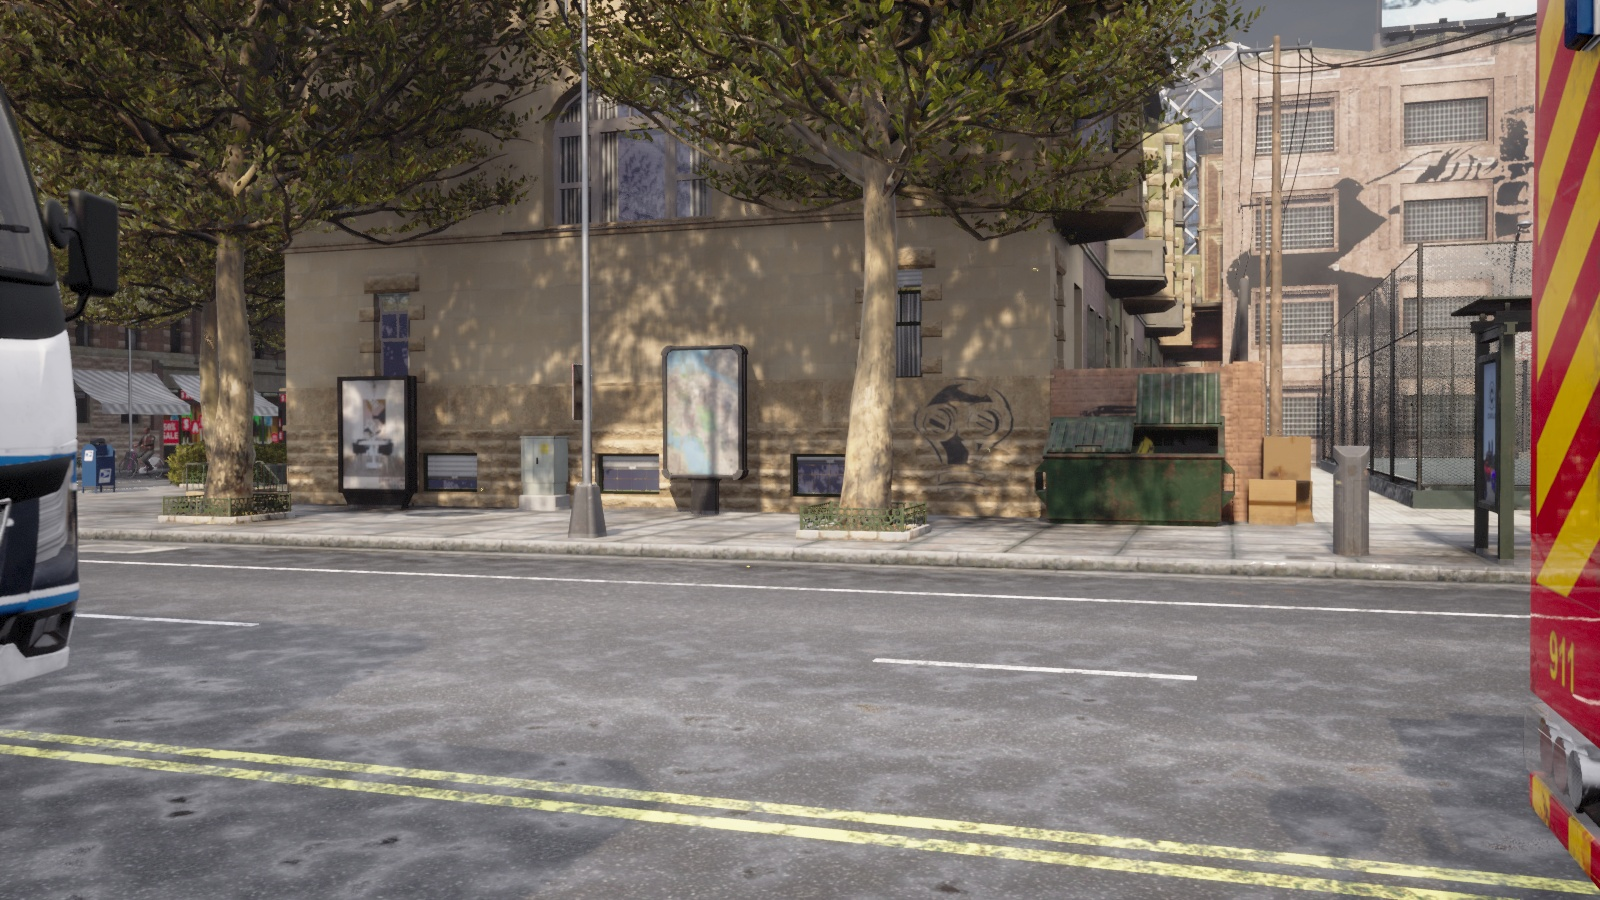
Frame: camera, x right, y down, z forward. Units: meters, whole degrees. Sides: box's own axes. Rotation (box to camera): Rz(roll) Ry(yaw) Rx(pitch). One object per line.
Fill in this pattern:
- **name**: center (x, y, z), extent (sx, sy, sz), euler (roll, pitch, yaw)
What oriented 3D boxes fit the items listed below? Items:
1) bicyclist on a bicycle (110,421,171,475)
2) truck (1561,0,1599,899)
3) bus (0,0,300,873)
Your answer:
- **bicyclist on a bicycle**: center (-22.169, -0.064, 42.230), extent (0.659, 1.776, 1.843), euler (1, -1, 19)
- **truck**: center (5.943, -0.335, 1.185), extent (8.468, 3.827, 2.891), euler (1, 1, 19)
- **bus**: center (-7.923, -0.673, 5.822), extent (10.273, 4.253, 3.944), euler (1, 1, 18)
